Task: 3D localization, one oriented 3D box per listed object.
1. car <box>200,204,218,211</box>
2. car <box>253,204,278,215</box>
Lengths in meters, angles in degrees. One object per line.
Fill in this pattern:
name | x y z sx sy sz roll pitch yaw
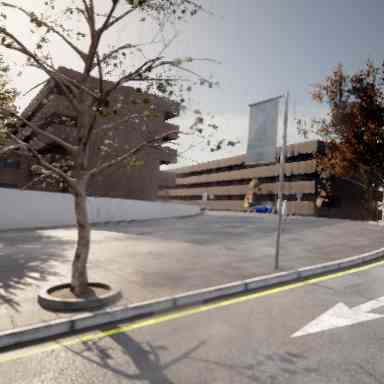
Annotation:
car | 2.988 3.121 62.170 2.097 1.767 4.553 6 -6 -25
car | 10.403 2.451 46.031 1.882 1.535 5.008 6 -3 -24
